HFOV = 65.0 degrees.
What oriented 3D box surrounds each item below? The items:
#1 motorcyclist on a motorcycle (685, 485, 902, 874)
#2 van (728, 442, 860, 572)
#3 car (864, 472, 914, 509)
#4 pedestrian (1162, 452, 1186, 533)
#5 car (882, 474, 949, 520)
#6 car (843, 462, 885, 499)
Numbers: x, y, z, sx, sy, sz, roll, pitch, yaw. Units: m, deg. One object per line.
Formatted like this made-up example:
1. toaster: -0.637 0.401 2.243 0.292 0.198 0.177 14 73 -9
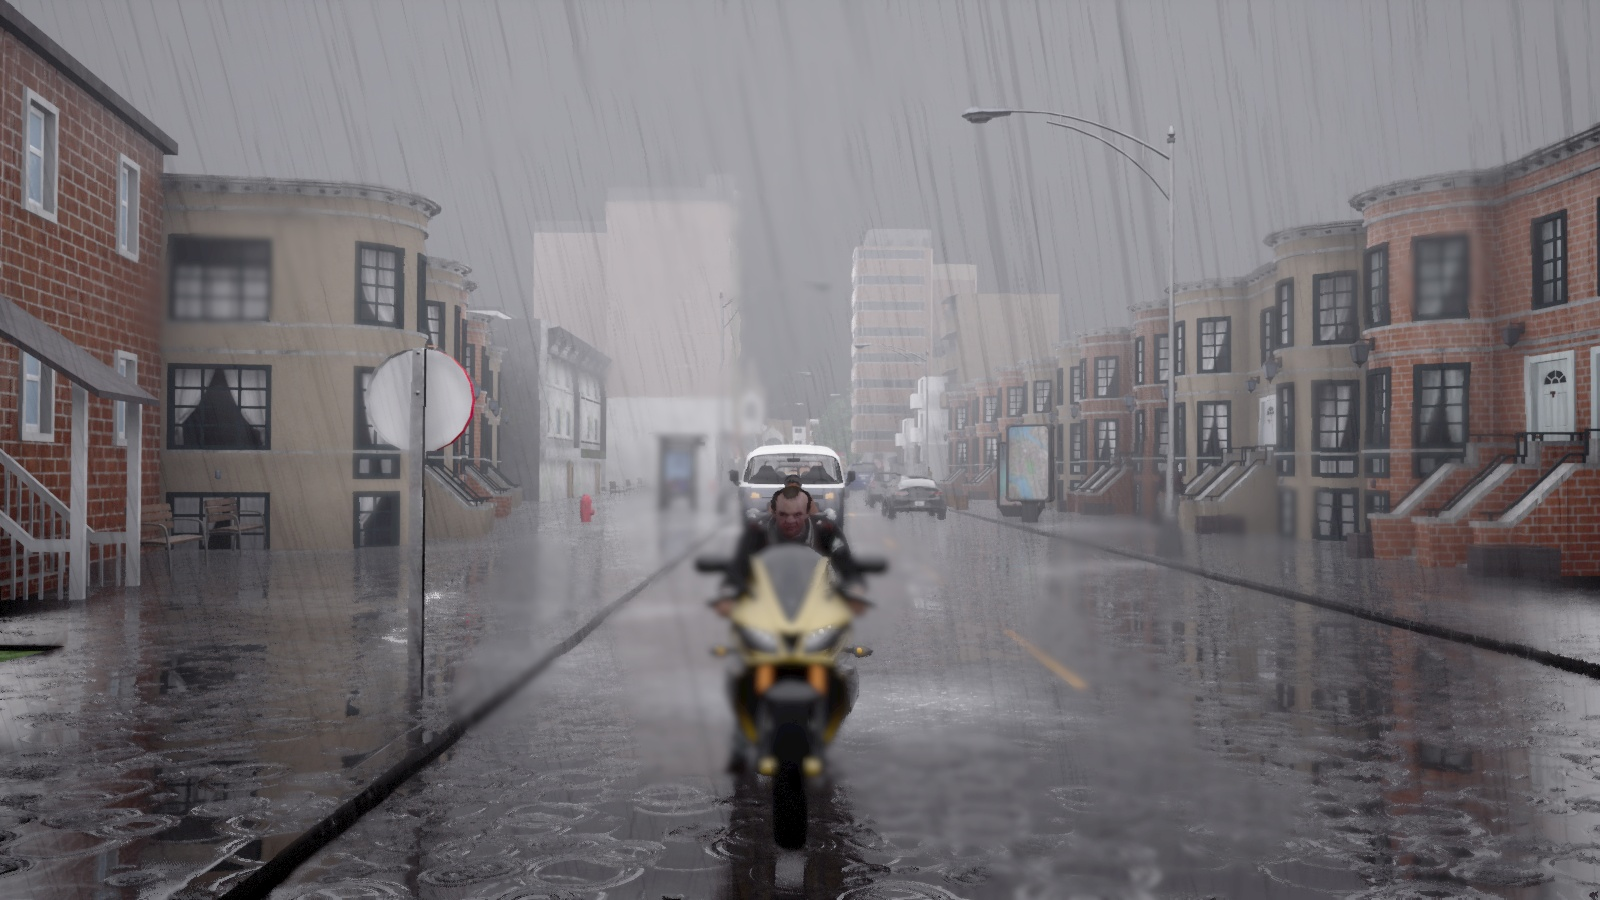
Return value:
1. motorcyclist on a motorcycle: -0.034 0.953 6.143 0.866 1.530 2.191 0 -1 0
2. van: -0.108 0.902 22.065 2.069 2.038 4.480 0 0 0
3. car: 3.752 1.712 53.615 1.845 1.501 3.633 0 -1 0
4. pedestrian: 8.684 0.978 29.168 0.376 1.854 0.720 0 -1 4
5. car: 3.804 1.529 42.048 1.812 1.442 4.674 0 -1 0
6. car: 3.659 1.740 72.909 2.150 2.045 5.566 0 -1 0
